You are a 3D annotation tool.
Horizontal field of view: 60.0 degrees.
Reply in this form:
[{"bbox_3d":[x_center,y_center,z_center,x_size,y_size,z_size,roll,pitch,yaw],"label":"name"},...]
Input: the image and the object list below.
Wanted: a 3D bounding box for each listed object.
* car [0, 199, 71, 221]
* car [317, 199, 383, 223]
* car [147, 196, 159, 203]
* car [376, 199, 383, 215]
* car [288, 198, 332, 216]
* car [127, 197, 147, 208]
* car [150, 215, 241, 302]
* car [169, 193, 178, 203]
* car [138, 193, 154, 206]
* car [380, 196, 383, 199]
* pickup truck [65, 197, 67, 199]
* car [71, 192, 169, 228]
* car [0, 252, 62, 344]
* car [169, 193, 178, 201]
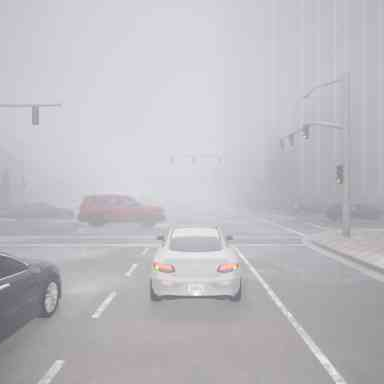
[{"bbox_3d":[-12.342,1.548,26.834,5.357,1.411,2.033,0,0,-23],"label":"car"},{"bbox_3d":[12.513,1.505,25.267,4.892,1.490,1.837,0,0,0],"label":"car"},{"bbox_3d":[-8.015,1.564,67.938,1.994,1.385,4.181,0,0,0],"label":"car"},{"bbox_3d":[20.995,1.478,32.527,5.008,1.535,1.882,0,0,0],"label":"car"},{"bbox_3d":[11.770,1.352,32.461,4.553,1.767,2.097,0,0,0],"label":"car"},{"bbox_3d":[-7.823,1.491,47.927,2.128,1.511,4.902,0,0,-1],"label":"car"},{"bbox_3d":[0.077,1.526,8.166,1.812,1.442,4.674,0,0,0],"label":"car"},{"bbox_3d":[-4.425,1.525,69.264,1.812,1.442,4.674,0,0,-1],"label":"car"},{"bbox_3d":[-7.946,1.221,57.819,2.150,2.045,5.566,0,0,-1],"label":"car"},{"bbox_3d":[17.709,1.221,29.005,5.566,2.045,2.150,0,0,0],"label":"car"},{"bbox_3d":[-24.662,1.059,70.217,2.390,2.098,6.274,0,0,30],"label":"pickup truck"},{"bbox_3d":[-4.516,1.222,21.638,5.566,2.045,2.150,0,0,0],"label":"car"},{"bbox_3d":[-3.436,1.505,4.516,1.837,1.490,4.892,0,0,0],"label":"car"},{"bbox_3d":[-4.752,1.225,85.440,2.150,2.045,5.566,0,0,-1],"label":"car"}]
